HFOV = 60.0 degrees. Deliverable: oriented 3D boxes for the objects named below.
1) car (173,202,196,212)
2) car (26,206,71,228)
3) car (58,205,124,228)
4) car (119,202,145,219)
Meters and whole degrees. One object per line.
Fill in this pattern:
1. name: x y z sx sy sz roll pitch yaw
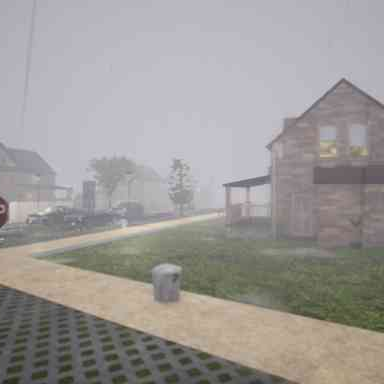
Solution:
1. car: -1.053 2.240 50.681 2.033 1.411 5.357 0 -1 21
2. car: -10.354 1.815 25.444 2.128 1.511 4.902 0 -1 20
3. car: -7.448 1.924 25.082 1.895 1.301 4.718 0 -1 20
4. car: -6.833 1.809 35.027 2.097 1.767 4.553 0 -1 20
